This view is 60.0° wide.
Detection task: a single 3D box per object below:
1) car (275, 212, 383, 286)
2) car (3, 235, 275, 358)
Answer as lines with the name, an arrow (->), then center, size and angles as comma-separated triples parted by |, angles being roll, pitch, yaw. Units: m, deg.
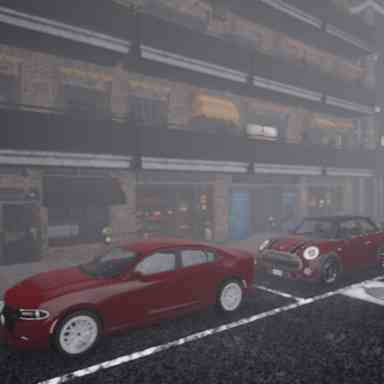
car -> 3.684, 1.405, 9.194 | 4.097, 1.590, 1.967 | 0, 0, -35
car -> -0.816, 1.533, 5.984 | 4.507, 1.381, 1.887 | 0, 0, -35
